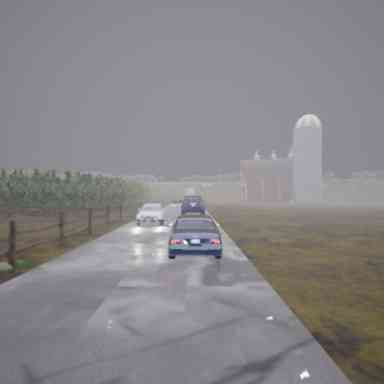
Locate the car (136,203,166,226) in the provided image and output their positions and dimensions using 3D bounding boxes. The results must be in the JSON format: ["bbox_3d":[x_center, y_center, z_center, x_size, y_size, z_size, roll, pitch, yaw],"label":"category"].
[{"bbox_3d":[-2.838,1.556,23.962,1.812,1.442,4.674,0,0,0],"label":"car"}]

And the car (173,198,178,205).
[{"bbox_3d":[-2.756,1.803,65.365,2.033,1.411,5.357,0,-1,0],"label":"car"}]

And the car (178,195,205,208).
[{"bbox_3d":[0.099,1.281,32.020,2.150,2.045,5.566,0,0,0],"label":"car"}]

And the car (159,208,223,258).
[{"bbox_3d":[0.094,1.549,12.647,2.033,1.411,5.357,0,0,0],"label":"car"}]
